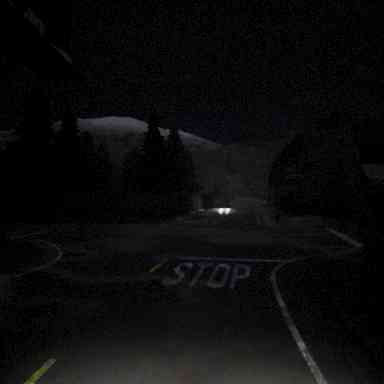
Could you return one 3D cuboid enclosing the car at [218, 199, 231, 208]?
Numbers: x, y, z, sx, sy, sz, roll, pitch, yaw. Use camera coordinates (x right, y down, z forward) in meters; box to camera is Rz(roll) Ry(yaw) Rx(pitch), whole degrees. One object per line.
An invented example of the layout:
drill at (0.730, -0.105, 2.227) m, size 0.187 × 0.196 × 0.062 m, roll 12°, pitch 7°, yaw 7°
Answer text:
car at (5.739, 2.068, 58.313) m, size 2.128 × 1.511 × 4.902 m, roll 0°, pitch 0°, yaw 10°
